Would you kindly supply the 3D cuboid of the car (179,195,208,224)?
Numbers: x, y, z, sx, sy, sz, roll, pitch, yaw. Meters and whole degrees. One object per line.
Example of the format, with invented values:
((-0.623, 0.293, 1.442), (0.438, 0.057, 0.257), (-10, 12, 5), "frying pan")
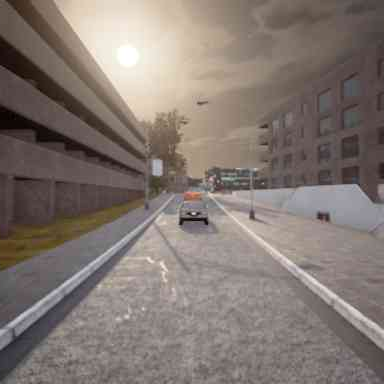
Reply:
((0.101, 1.223, 21.710), (2.033, 1.411, 5.357), (0, 2, 0), "car")

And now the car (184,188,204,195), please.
((0.101, 0.231, 40.857), (2.097, 1.767, 4.553), (0, 3, 0), "car")
